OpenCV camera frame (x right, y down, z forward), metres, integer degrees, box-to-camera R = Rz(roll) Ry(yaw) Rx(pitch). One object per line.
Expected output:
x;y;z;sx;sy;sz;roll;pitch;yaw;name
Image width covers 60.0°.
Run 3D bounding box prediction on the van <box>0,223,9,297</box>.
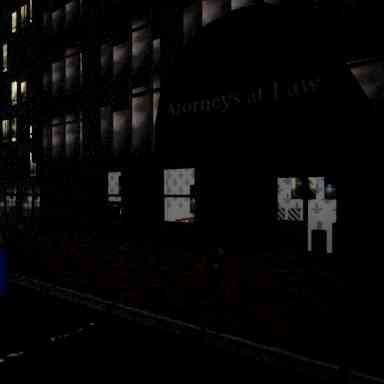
-5.345;1.341;6.686;3.998;1.788;1.690;0;0;35;van
